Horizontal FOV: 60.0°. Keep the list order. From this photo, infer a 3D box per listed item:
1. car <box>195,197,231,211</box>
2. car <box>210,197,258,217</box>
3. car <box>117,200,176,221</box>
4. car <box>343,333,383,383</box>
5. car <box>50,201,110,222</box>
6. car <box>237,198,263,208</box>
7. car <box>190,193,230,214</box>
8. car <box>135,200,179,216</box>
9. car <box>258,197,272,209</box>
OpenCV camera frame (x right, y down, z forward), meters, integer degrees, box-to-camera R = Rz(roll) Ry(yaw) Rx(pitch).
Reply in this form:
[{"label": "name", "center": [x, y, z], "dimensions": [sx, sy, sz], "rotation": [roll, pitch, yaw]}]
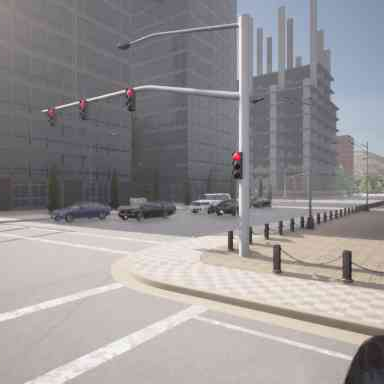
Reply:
[{"label": "car", "center": [2.665, 1.436, 41.109], "dimensions": [2.128, 1.511, 4.902], "rotation": [0, 0, 36]}, {"label": "car", "center": [3.977, 1.449, 30.621], "dimensions": [1.837, 1.490, 4.892], "rotation": [0, 0, 36]}, {"label": "car", "center": [-3.615, 1.545, 26.417], "dimensions": [1.895, 1.301, 4.718], "rotation": [0, 0, 36]}, {"label": "car", "center": [3.017, 1.564, 1.816], "dimensions": [4.181, 1.385, 1.994], "rotation": [0, 0, 36]}, {"label": "car", "center": [-8.485, 1.470, 25.659], "dimensions": [1.812, 1.442, 4.674], "rotation": [0, 0, 38]}, {"label": "car", "center": [8.696, 1.545, 49.438], "dimensions": [1.895, 1.301, 4.718], "rotation": [0, 0, 36]}, {"label": "car", "center": [2.094, 1.166, 34.332], "dimensions": [2.150, 2.045, 5.566], "rotation": [0, 0, 36]}, {"label": "car", "center": [-3.404, 1.508, 32.695], "dimensions": [1.994, 1.385, 4.181], "rotation": [0, 0, 36]}, {"label": "car", "center": [8.809, 1.422, 43.630], "dimensions": [1.882, 1.535, 5.008], "rotation": [0, 0, 36]}]
